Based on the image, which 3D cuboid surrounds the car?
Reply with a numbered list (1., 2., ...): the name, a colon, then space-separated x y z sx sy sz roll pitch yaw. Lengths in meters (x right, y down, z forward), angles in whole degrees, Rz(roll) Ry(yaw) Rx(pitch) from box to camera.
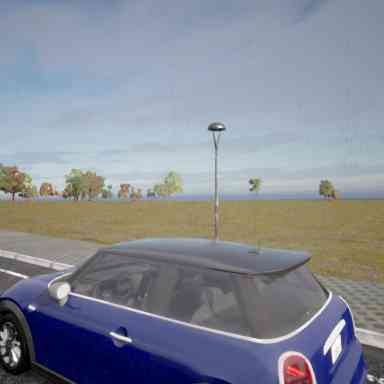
1. car: -0.492 1.353 4.077 4.553 1.767 2.097 0 0 36
